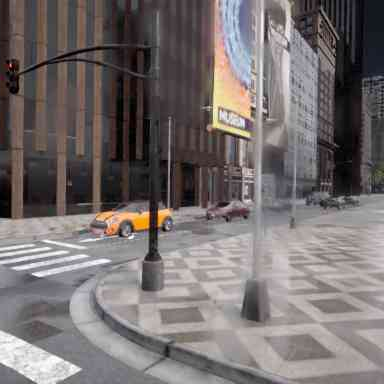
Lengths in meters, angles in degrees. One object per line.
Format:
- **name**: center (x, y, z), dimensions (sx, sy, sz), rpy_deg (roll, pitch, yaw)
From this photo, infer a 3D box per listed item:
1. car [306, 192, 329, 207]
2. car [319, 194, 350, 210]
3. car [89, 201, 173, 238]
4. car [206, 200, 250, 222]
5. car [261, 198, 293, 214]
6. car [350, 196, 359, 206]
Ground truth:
- **car**: center (17.635, 0.978, 46.295), dimensions (2.150, 2.045, 5.566), rpy_deg (1, 1, 35)
- **car**: center (17.653, 1.342, 41.045), dimensions (1.837, 1.490, 4.892), rpy_deg (1, 1, 36)
- **car**: center (-3.061, 1.258, 17.276), dimensions (2.097, 1.767, 4.553), rpy_deg (1, 1, 36)
- **car**: center (2.881, 1.392, 25.630), dimensions (1.812, 1.442, 4.674), rpy_deg (1, 1, 36)
- **car**: center (8.892, 1.373, 34.113), dimensions (2.033, 1.411, 5.357), rpy_deg (1, 1, 35)
- **car**: center (23.636, 1.297, 49.583), dimensions (1.837, 1.490, 4.892), rpy_deg (1, 1, 35)
